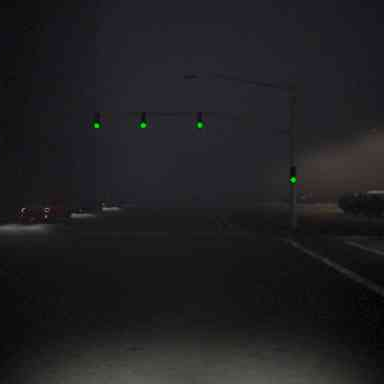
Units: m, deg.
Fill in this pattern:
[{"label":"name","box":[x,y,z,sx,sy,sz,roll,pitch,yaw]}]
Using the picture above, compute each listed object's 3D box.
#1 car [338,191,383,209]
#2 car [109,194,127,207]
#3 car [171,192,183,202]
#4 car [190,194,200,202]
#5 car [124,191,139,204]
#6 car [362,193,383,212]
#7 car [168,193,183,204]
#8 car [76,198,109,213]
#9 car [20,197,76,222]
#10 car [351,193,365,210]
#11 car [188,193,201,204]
[{"label":"car","box":[22.110,0.897,43.349,4.605,1.855,1.932,0,0,1]},{"label":"car","box":[-10.253,1.277,43.636,1.994,1.385,4.181,0,0,1]},{"label":"car","box":[-2.891,0.923,65.788,2.097,1.767,4.553,0,0,1]},{"label":"car","box":[0.600,1.077,65.111,1.837,1.490,4.892,0,0,1]},{"label":"car","box":[-10.091,0.870,54.221,2.150,2.045,5.566,0,0,1]},{"label":"car","box":[22.050,1.173,37.772,3.806,1.475,1.970,0,0,1]},{"label":"car","box":[-2.916,1.195,55.870,1.994,1.385,4.181,0,0,1]},{"label":"car","box":[-10.386,1.321,33.705,2.033,1.411,5.357,0,0,1]},{"label":"car","box":[-10.502,1.184,24.205,2.097,1.767,4.553,0,0,1]},{"label":"car","box":[22.108,1.124,40.667,3.905,1.438,1.784,0,0,1]},{"label":"car","box":[0.473,0.986,54.982,2.097,1.767,4.553,0,0,1]}]
